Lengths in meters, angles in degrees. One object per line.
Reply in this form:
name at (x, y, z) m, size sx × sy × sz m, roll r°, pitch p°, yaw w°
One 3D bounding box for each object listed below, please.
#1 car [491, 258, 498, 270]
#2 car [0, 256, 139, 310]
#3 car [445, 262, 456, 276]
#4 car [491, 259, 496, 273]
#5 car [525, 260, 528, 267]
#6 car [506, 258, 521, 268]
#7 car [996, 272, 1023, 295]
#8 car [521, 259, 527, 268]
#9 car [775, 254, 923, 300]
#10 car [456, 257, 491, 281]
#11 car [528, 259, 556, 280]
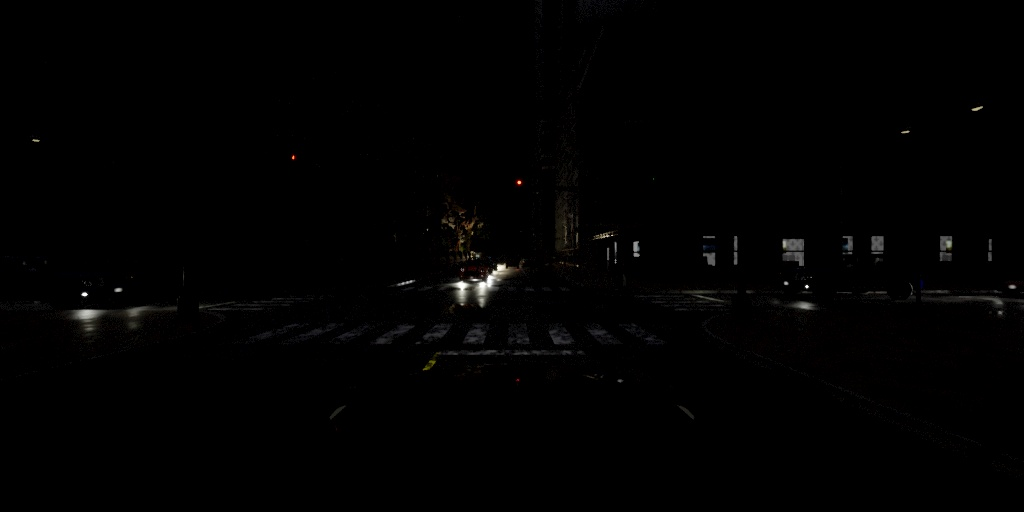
car at (-3.124, 1.105, 49.770) m, size 2.097 × 1.767 × 4.553 m, roll 0°, pitch 0°, yaw 0°
car at (-18.470, 1.016, 14.363) m, size 5.566 × 2.045 × 2.150 m, roll 0°, pitch 0°, yaw 1°
car at (-5.716, 1.297, 36.507) m, size 1.888 × 1.381 × 4.507 m, roll 0°, pitch 0°, yaw 0°
car at (-3.127, 1.353, 39.794) m, size 1.895 × 1.301 × 4.718 m, roll 0°, pitch 0°, yaw 0°
car at (2.664, 1.318, 36.516) m, size 1.948 × 1.339 × 4.313 m, roll 0°, pitch 0°, yaw 0°
car at (0.060, 1.101, 59.203) m, size 2.097 × 1.767 × 4.553 m, roll 0°, pitch 0°, yaw 0°
car at (25.775, 1.164, 16.667) m, size 4.902 × 1.511 × 2.128 m, roll 0°, pitch 0°, yaw 1°
car at (2.647, 1.315, 59.241) m, size 1.948 × 1.339 × 4.313 m, roll 0°, pitch 0°, yaw 0°
car at (15.700, 0.925, 16.873) m, size 5.566 × 2.045 × 2.150 m, roll 0°, pitch 0°, yaw 1°
car at (-3.121, 1.104, 30.007) m, size 2.097 × 1.767 × 4.553 m, roll 0°, pitch 0°, yaw 0°
car at (2.669, 1.192, 30.835) m, size 1.967 × 1.591 × 4.097 m, roll 0°, pitch 0°, yaw 0°
